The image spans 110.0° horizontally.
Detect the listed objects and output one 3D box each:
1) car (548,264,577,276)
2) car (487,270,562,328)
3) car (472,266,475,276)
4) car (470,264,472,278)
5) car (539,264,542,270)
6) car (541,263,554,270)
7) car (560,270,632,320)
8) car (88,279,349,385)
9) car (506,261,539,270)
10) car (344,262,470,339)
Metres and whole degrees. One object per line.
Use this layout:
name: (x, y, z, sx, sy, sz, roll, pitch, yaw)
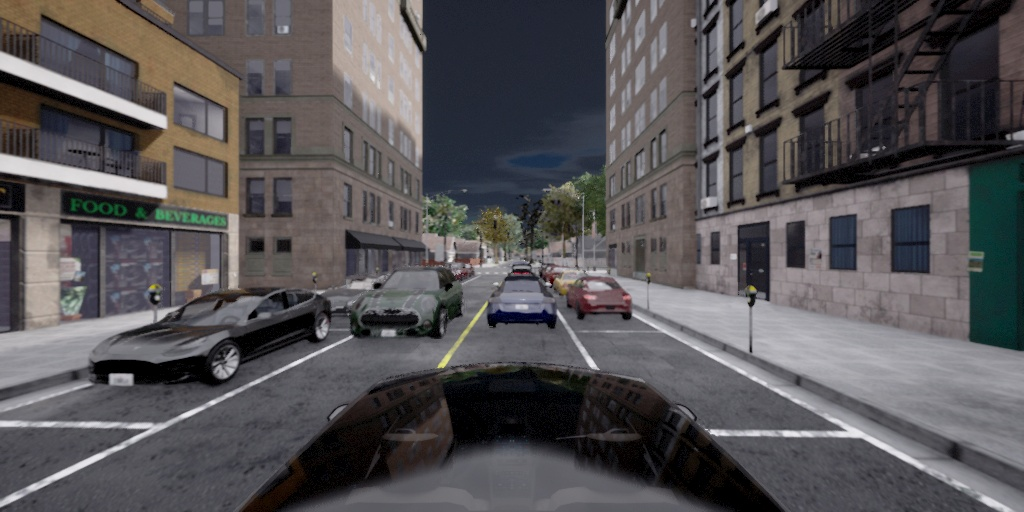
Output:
car: (3.032, 1.287, 18.073, 1.751, 1.417, 4.829, 0, 0, 1)
car: (0.318, 1.319, 11.467, 1.994, 1.385, 4.181, 0, 0, 2)
car: (-4.565, 1.360, 34.659, 1.802, 1.307, 4.207, 0, 0, 1)
car: (-4.708, 1.211, 29.141, 1.967, 1.591, 4.097, 0, 0, 1)
car: (3.314, 1.355, 28.935, 1.802, 1.307, 4.207, 0, 0, 1)
car: (3.171, 1.312, 23.419, 1.888, 1.381, 4.507, 0, 0, 1)
car: (2.885, 1.338, 12.386, 1.802, 1.307, 4.207, 0, 0, 1)
car: (-5.280, 1.317, 7.075, 1.948, 1.339, 4.313, 0, 0, 1)
car: (0.657, 1.271, 24.399, 1.837, 1.490, 4.892, 0, 0, 2)
car: (-2.661, 1.105, 10.129, 2.097, 1.767, 4.553, 0, 0, 1)
